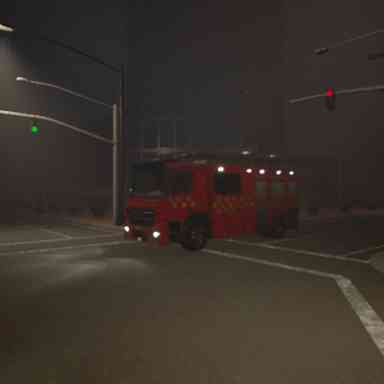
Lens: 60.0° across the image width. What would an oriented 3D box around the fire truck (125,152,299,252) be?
[{"bbox_3d":[1.309,0.322,15.164,8.468,3.827,2.891,0,0,-39],"label":"fire truck"}]
